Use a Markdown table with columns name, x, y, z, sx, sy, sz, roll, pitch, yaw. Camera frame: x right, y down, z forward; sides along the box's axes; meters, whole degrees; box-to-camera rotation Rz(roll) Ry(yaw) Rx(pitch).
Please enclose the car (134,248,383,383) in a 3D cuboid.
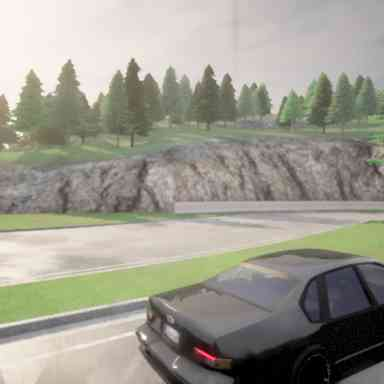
| name | x | y | z | sx | sy | sz | roll | pitch | yaw |
| --- | --- | --- | --- | --- | --- | --- | --- | --- | --- |
| car | 1.923 | 1.587 | 4.866 | 5.357 | 1.411 | 2.033 | 1 | 0 | -32 |
